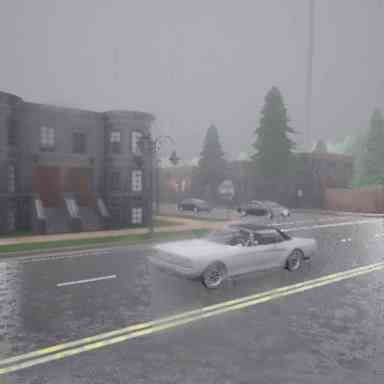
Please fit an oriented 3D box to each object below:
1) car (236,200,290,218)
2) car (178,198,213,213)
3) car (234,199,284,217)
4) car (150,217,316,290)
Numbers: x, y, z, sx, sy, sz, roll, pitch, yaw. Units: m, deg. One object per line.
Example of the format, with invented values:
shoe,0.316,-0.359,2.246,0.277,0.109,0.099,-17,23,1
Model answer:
car,5.791,1.425,27.232,2.128,1.511,4.902,0,0,-33
car,0.302,1.435,35.629,1.837,1.490,4.892,0,0,-34
car,6.301,1.475,32.008,2.033,1.411,5.357,0,0,-24
car,1.256,1.592,9.185,4.718,1.301,1.895,0,0,-35
